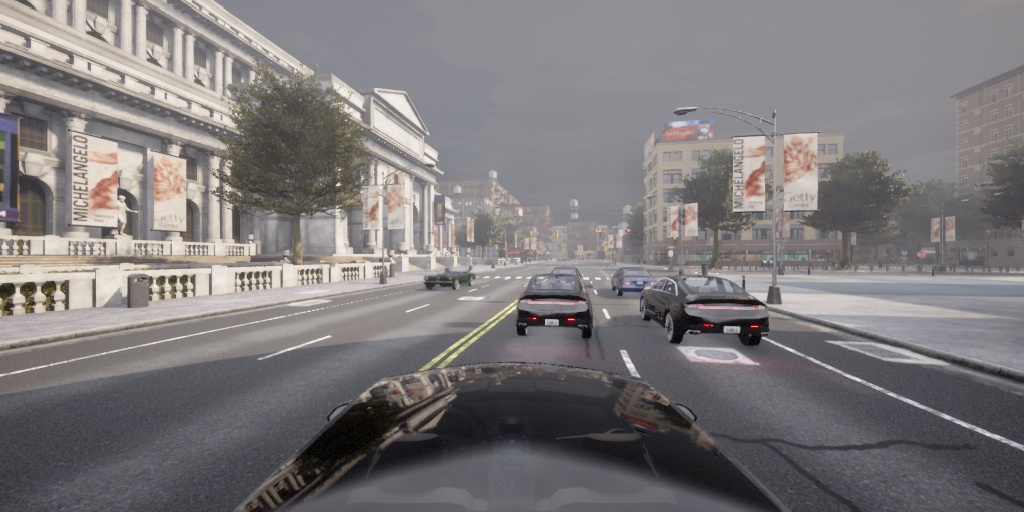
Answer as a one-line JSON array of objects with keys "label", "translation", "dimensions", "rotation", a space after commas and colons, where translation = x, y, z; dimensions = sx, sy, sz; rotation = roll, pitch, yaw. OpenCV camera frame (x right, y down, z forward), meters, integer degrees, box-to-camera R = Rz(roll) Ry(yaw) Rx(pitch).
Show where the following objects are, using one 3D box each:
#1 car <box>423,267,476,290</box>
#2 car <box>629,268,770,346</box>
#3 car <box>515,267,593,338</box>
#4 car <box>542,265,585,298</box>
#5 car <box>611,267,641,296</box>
[{"label": "car", "translation": [-3.786, 1.350, 22.436], "dimensions": [1.895, 1.301, 4.718], "rotation": [0, 0, 11]}, {"label": "car", "translation": [4.701, 1.242, 9.474], "dimensions": [2.128, 1.511, 4.902], "rotation": [0, 0, 9]}, {"label": "car", "translation": [1.265, 1.242, 10.248], "dimensions": [2.128, 1.511, 4.902], "rotation": [0, 0, 9]}, {"label": "car", "translation": [2.937, 1.297, 19.724], "dimensions": [2.033, 1.411, 5.357], "rotation": [0, 0, 11]}, {"label": "car", "translation": [6.386, 1.297, 19.080], "dimensions": [2.033, 1.411, 5.357], "rotation": [0, 0, 11]}]
